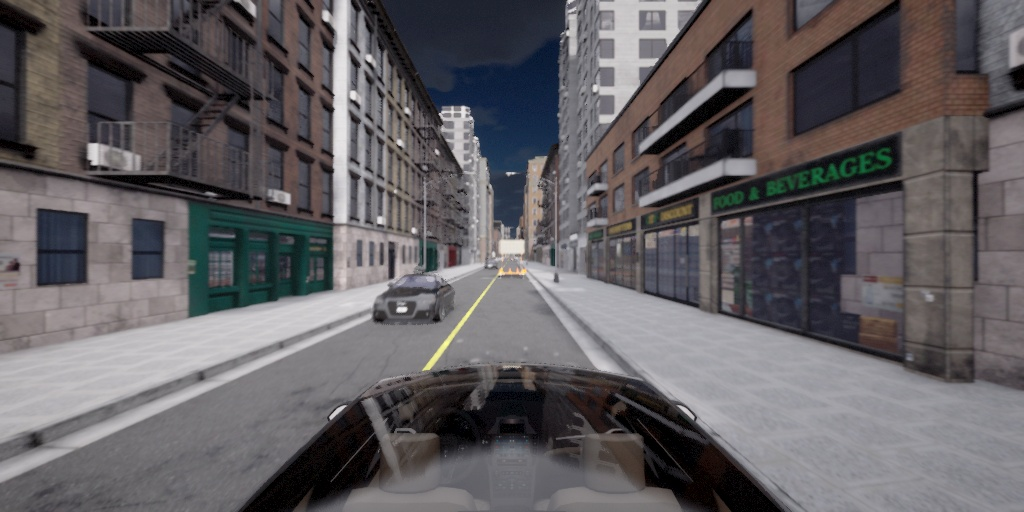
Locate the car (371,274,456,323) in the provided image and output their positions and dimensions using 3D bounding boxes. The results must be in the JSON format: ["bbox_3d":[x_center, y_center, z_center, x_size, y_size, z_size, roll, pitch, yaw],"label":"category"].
[{"bbox_3d":[-3.102,1.320,12.086,1.994,1.385,4.181,0,0,0],"label":"car"}]

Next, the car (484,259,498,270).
[{"bbox_3d":[-3.083,1.230,53.088,2.128,1.511,4.902,0,0,0],"label":"car"}]

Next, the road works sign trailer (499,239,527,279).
[{"bbox_3d":[-0.003,0.216,32.648,2.380,3.560,2.880,0,0,0],"label":"road works sign trailer"}]
